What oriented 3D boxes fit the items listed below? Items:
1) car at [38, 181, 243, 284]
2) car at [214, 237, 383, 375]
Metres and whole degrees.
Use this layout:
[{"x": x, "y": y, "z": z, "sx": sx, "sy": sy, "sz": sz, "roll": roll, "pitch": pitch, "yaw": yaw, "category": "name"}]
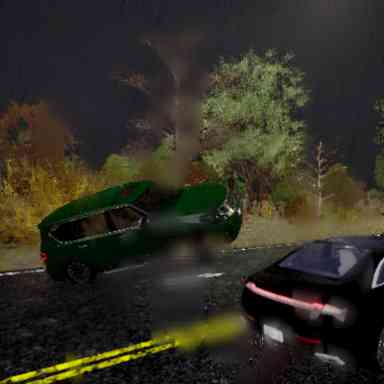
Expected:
[{"x": -1.482, "y": 0.891, "z": 8.957, "sx": 5.566, "sy": 2.045, "sz": 2.150, "roll": -16, "pitch": 19, "yaw": 17, "category": "car"}, {"x": 3.001, "y": 1.504, "z": 5.508, "sx": 4.902, "sy": 1.511, "sz": 2.128, "roll": -1, "pitch": -1, "yaw": -35, "category": "car"}]
